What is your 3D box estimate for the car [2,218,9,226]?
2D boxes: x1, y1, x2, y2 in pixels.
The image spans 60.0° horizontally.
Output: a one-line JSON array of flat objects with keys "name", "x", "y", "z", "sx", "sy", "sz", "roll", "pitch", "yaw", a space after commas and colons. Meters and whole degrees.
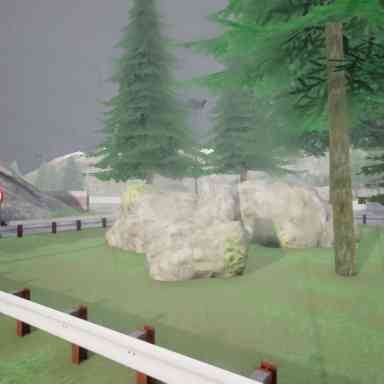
[{"name": "car", "x": -11.218, "y": 1.357, "z": 15.187, "sx": 5.357, "sy": 1.411, "sz": 2.033, "roll": 0, "pitch": 0, "yaw": 8}]
